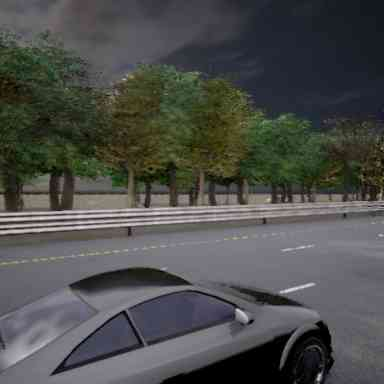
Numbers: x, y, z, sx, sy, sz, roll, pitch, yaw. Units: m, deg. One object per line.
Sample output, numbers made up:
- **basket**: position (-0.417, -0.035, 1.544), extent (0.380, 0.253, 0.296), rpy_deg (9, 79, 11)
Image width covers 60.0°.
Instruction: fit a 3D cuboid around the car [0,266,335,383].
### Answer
- **car**: position (-0.325, 1.565, 3.638), extent (4.181, 1.385, 1.994), rpy_deg (0, 0, -35)
